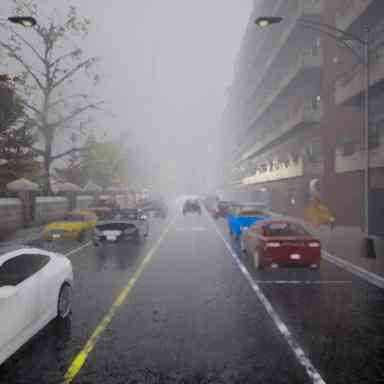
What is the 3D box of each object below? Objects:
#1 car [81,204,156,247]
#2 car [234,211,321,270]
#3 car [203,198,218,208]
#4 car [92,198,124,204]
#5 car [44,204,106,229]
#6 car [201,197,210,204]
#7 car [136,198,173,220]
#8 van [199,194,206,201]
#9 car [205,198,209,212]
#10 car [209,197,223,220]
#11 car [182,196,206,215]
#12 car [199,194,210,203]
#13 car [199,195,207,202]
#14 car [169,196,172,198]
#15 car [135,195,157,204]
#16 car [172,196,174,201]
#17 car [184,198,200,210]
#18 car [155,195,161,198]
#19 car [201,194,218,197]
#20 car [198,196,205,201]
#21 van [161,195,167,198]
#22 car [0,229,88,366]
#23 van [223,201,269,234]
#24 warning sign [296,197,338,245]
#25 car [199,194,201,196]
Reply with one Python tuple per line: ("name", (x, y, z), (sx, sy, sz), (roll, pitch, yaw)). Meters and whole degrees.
("car", (-3.092, 1.501, 15.211), (2.128, 1.511, 4.902), (0, 0, 0))
("car", (2.696, 1.551, 10.888), (1.887, 1.381, 4.507), (0, 0, 0))
("car", (2.708, 1.604, 50.300), (2.008, 1.369, 4.403), (0, 0, 0))
("car", (-5.681, 1.330, 22.152), (2.192, 1.841, 5.009), (0, 0, 0))
("car", (-5.683, 1.535, 16.352), (1.752, 1.417, 4.829), (0, 0, 0))
("car", (2.713, 1.671, 67.190), (1.802, 1.307, 4.206), (0, 0, 0))
("car", (-3.072, 1.513, 28.330), (2.128, 1.511, 4.902), (0, 0, 0))
("van", (2.721, 1.491, 89.711), (1.690, 1.788, 3.998), (0, 0, 0))
("car", (2.702, 1.579, 33.410), (2.008, 1.369, 4.403), (0, 0, 0))
("car", (2.701, 1.462, 27.779), (1.967, 1.590, 4.097), (0, 0, 0))
("car", (0.012, 1.522, 34.207), (2.128, 1.511, 4.902), (0, 0, 0))
("car", (2.715, 1.418, 72.820), (2.192, 1.841, 5.009), (0, 0, 0))
("car", (2.719, 1.574, 84.080), (1.967, 1.590, 4.097), (0, 0, 0))
("car", (-5.667, 1.639, 67.192), (2.008, 1.369, 4.403), (0, 0, 0))
("car", (-5.676, 1.476, 39.043), (1.967, 1.590, 4.097), (0, 0, 0))
("car", (-5.659, 1.675, 89.544), (1.752, 1.417, 4.829), (0, 0, 0))
("car", (0.028, 1.594, 45.820), (2.033, 1.411, 5.357), (0, 0, 0))
("car", (-5.673, 1.485, 44.672), (1.967, 1.590, 4.097), (0, 0, 0))
("car", (2.707, 1.360, 44.670), (2.192, 1.841, 5.009), (0, 0, 0))
("car", (2.722, 1.732, 95.341), (1.947, 1.339, 4.313), (0, 0, 0))
("van", (-5.670, 1.405, 55.933), (1.690, 1.788, 3.998), (0, 0, 0))
("car", (-3.099, 1.528, 4.522), (1.812, 1.442, 4.674), (0, 0, 0))
("van", (2.698, 1.351, 16.519), (1.690, 1.788, 3.998), (0, 0, 0))
("warning sign", (5.069, 1.123, 13.531), (1.300, 1.860, 1.060), (0, 0, 0))
("car", (2.712, 1.516, 61.559), (1.967, 1.590, 4.097), (0, 0, 0))
